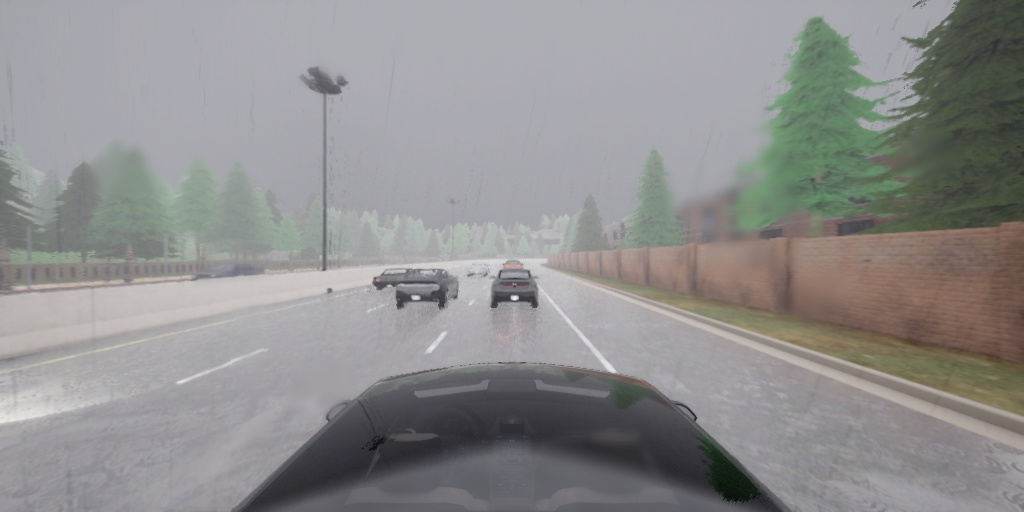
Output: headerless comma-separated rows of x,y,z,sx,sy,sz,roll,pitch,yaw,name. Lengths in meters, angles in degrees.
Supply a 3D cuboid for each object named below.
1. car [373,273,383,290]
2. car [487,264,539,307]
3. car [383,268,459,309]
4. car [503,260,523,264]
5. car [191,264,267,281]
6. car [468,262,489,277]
-6.897,1.380,22.345,1.895,1.301,4.718,0,0,0,car
0.101,1.276,15.639,1.837,1.490,4.892,0,0,0,car
-3.401,1.261,15.105,2.128,1.511,4.902,0,0,0,car
0.104,1.152,36.645,2.097,1.767,4.553,0,0,0,car
-21.006,1.331,27.028,2.033,1.411,5.357,0,0,0,car
-3.393,1.326,36.958,1.812,1.442,4.674,0,0,0,car
